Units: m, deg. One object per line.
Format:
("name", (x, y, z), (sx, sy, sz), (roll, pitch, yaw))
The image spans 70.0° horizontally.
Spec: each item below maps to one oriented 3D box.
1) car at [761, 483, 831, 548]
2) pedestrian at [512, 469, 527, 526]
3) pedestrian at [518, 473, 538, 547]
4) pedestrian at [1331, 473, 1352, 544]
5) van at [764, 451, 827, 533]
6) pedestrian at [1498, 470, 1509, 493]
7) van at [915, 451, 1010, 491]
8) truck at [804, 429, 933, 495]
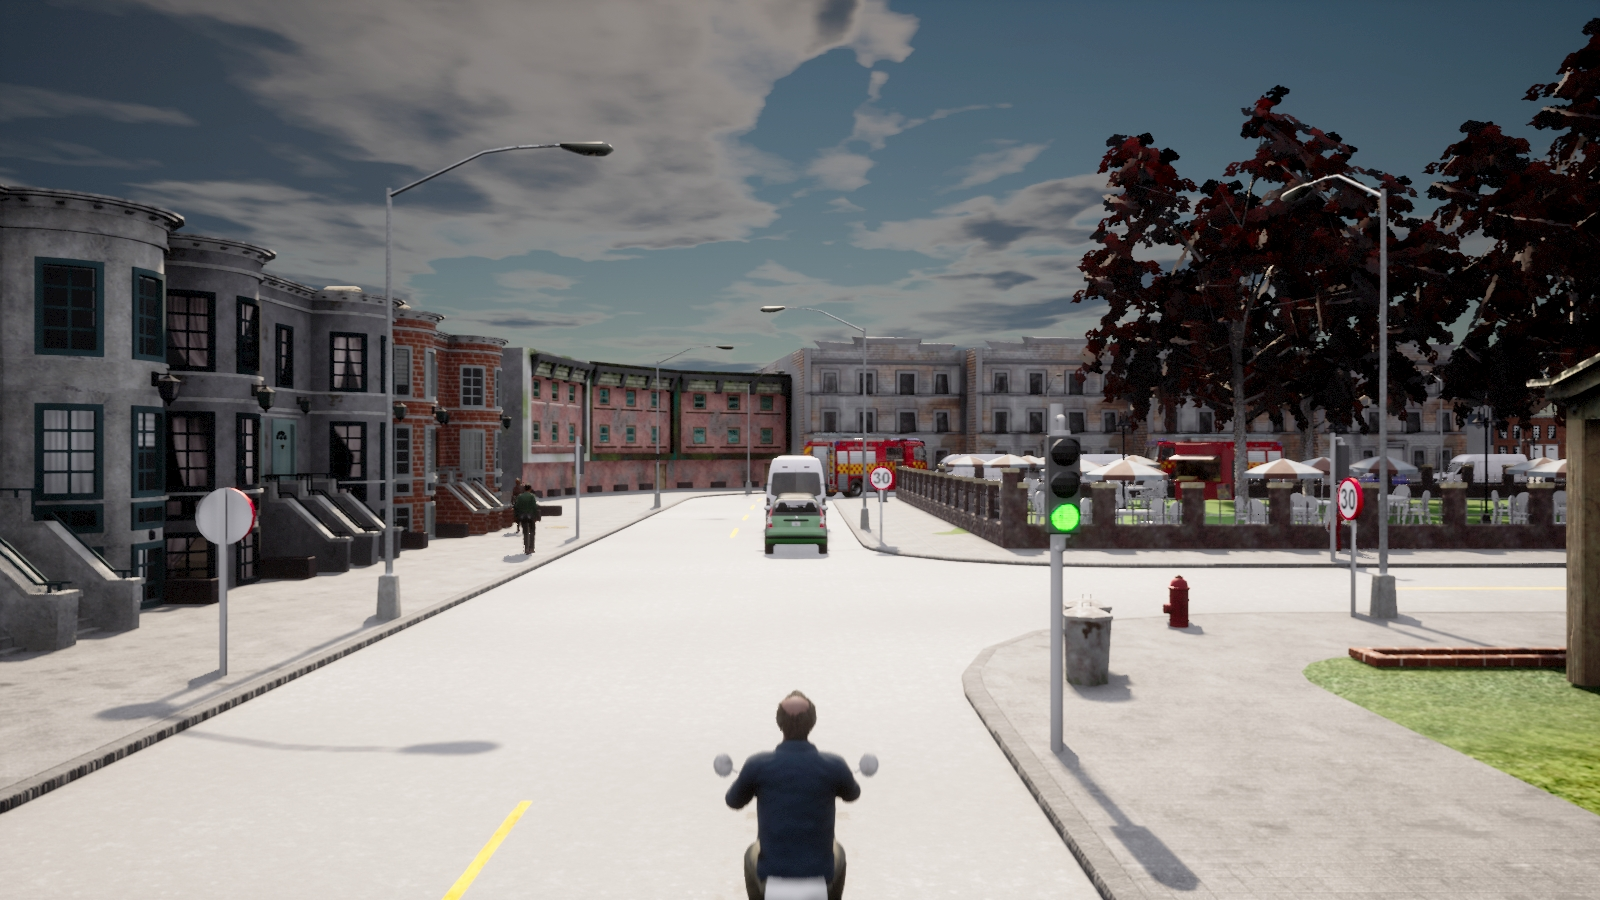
("car", (-0.115, 1.789, 32.328), (1.851, 1.617, 3.988), (0, 0, 0))
("pedestrian", (-9.082, 1.535, 37.023), (0.375, 1.860, 0.375), (0, 0, 2))
("pedestrian", (-6.968, 1.533, 29.298), (0.375, 1.860, 0.375), (0, 0, 8))
("pedestrian", (14.214, 1.525, 29.975), (0.375, 1.860, 0.375), (0, 0, 1))
("van", (-0.143, 1.326, 39.030), (1.988, 2.561, 5.915), (0, 0, 0))
("pedestrian", (40.459, 1.824, 65.733), (0.375, 1.300, 0.375), (0, 0, -1))
("van", (10.557, 1.335, 74.383), (5.915, 2.561, 1.988), (0, 0, 0))
("truck", (4.302, 0.692, 70.183), (8.468, 3.827, 2.891), (0, 0, -43))
